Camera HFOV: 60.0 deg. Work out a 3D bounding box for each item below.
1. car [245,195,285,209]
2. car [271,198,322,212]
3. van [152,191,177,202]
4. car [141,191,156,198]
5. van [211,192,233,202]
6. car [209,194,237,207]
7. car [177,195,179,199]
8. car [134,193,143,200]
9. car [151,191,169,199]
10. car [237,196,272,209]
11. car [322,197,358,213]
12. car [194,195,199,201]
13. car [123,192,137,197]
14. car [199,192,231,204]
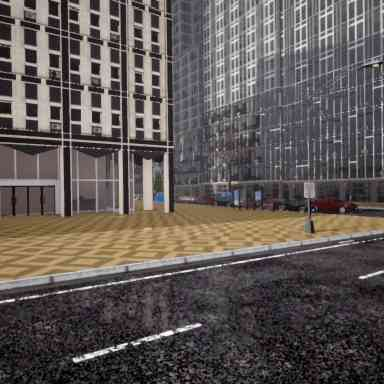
[{"bbox_3d":[9.253,1.228,42.573,1.882,1.535,5.008,-1,1,-34],"label":"car"},{"bbox_3d":[10.972,1.424,35.215,1.947,1.339,4.313,0,1,-34],"label":"car"},{"bbox_3d":[-4.887,0.937,58.793,1.690,1.788,3.998,0,1,-34],"label":"van"},{"bbox_3d":[-10.729,0.686,82.307,1.967,1.590,4.097,0,1,-34],"label":"car"},{"bbox_3d":[5.238,0.855,58.798,1.690,1.788,3.998,0,1,-34],"label":"van"},{"bbox_3d":[4.648,1.319,44.662,1.947,1.339,4.313,0,1,-34],"label":"car"},{"bbox_3d":[-4.341,0.936,72.907,1.802,1.307,4.206,0,1,-34],"label":"car"},{"bbox_3d":[-11.274,1.039,68.199,2.008,1.369,4.403,0,1,-34],"label":"car"},{"bbox_3d":[-7.535,0.615,77.605,2.192,1.841,5.009,0,1,-34],"label":"car"},{"bbox_3d":[7.793,1.388,39.929,1.802,1.307,4.206,0,1,-34],"label":"car"},{"bbox_3d":[14.652,1.315,34.622,1.882,1.535,5.008,-1,1,-34],"label":"car"},{"bbox_3d":[2.045,1.043,63.503,1.802,1.307,4.206,0,1,-34],"label":"car"},{"bbox_3d":[-17.115,0.688,91.712,2.008,1.369,4.403,0,1,-34],"label":"car"},{"bbox_3d":[3.600,1.011,50.879,2.097,1.767,4.553,-1,1,-35],"label":"car"}]
